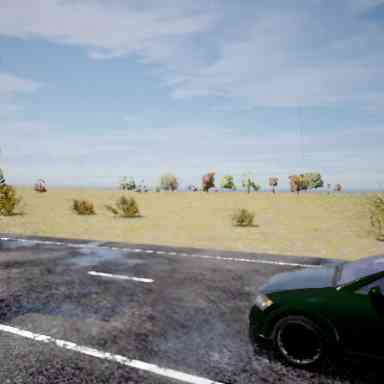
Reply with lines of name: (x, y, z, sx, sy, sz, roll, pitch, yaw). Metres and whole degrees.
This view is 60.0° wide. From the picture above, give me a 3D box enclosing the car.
car: (2.890, 1.543, 4.497, 4.181, 1.385, 1.994, 0, 0, 26)
